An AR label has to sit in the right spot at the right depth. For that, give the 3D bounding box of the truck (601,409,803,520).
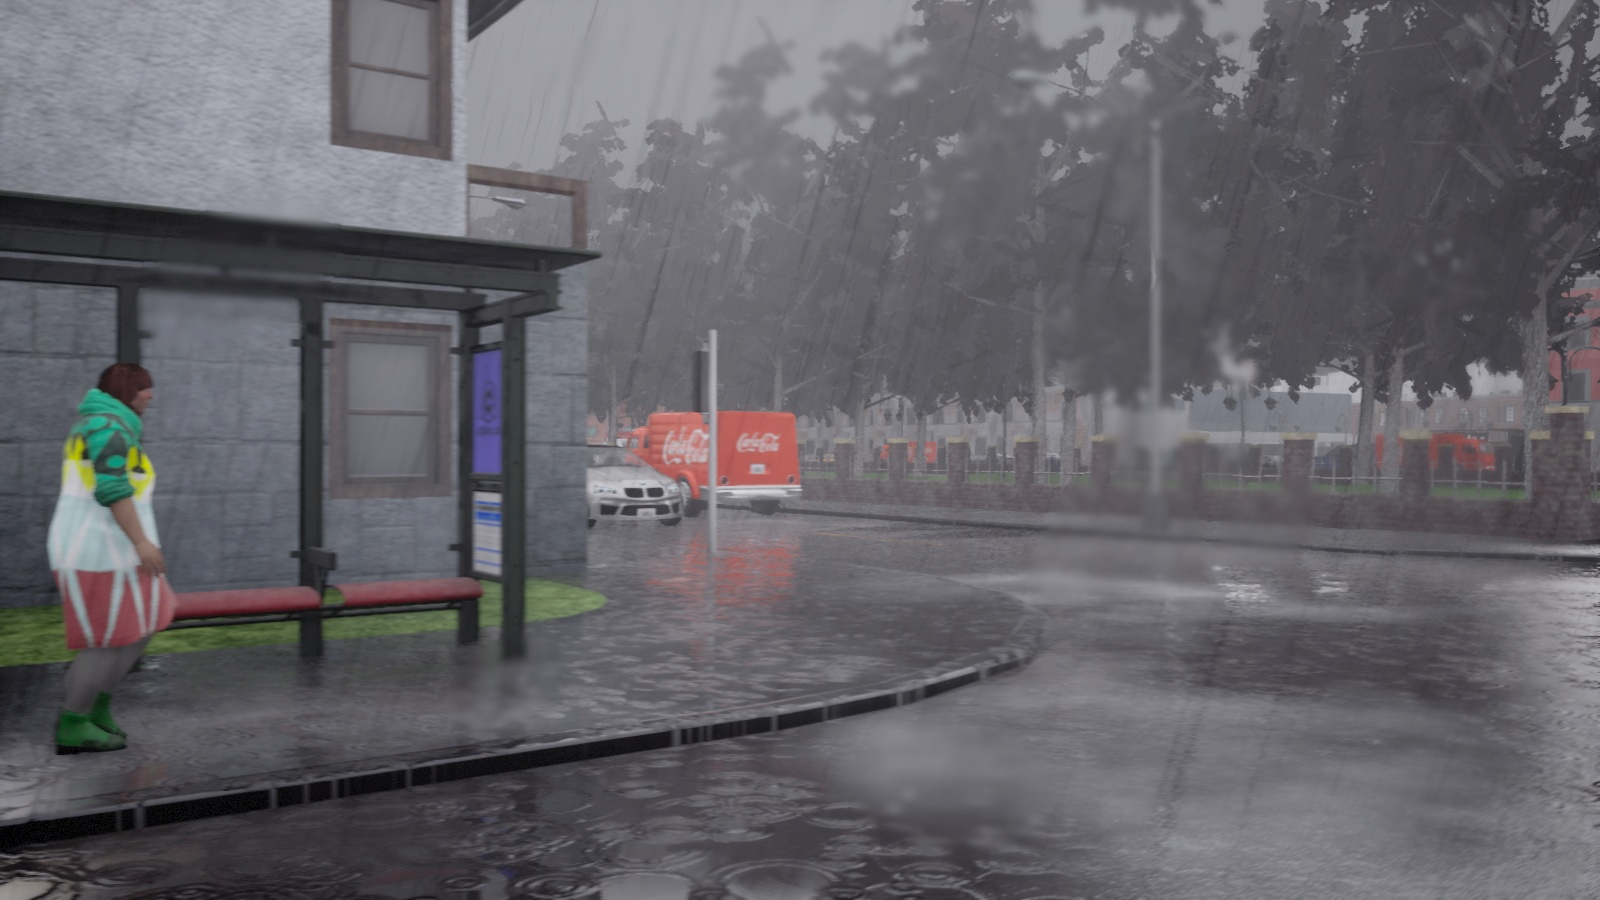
[{"bbox_3d":[-2.512,0.336,30.687,2.627,2.467,5.204,0,0,-35],"label":"truck"}]

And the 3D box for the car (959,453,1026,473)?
[{"bbox_3d":[14.214,0.935,92.867,2.163,1.488,4.792,0,0,-35],"label":"car"}]

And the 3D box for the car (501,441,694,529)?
[{"bbox_3d":[-4.341,0.660,26.312,2.242,1.667,4.611,0,0,-35],"label":"car"}]

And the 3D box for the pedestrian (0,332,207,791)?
[{"bbox_3d":[-3.288,0.476,5.830,0.873,1.952,0.659,0,0,-35],"label":"pedestrian"}]

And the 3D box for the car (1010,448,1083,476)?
[{"bbox_3d":[16.229,0.766,82.997,2.097,1.767,4.553,0,0,-35],"label":"car"}]

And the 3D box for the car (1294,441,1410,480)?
[{"bbox_3d":[30.505,0.562,69.520,2.150,2.045,5.566,0,0,-35],"label":"car"}]

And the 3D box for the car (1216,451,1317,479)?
[{"bbox_3d":[25.713,0.810,69.400,2.128,1.511,4.902,0,0,-35],"label":"car"}]

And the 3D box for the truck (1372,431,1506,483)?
[{"bbox_3d":[31.227,0.336,61.492,2.627,2.467,5.204,0,0,-35],"label":"truck"}]

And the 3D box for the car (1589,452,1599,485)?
[{"bbox_3d":[36.695,0.818,53.671,1.812,1.442,4.674,0,0,-34],"label":"car"}]
